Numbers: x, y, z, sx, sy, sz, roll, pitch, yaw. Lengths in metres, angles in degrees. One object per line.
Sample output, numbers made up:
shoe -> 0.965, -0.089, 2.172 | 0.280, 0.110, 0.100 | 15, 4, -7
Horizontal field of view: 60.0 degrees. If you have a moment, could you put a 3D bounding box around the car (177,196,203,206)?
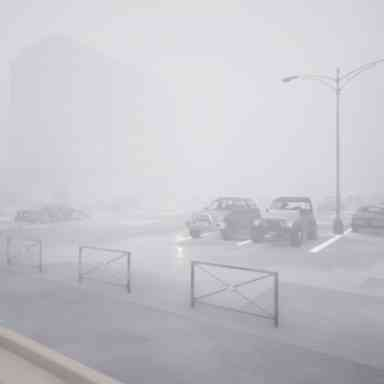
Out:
car -> -0.231, 1.515, 57.132 | 2.128, 1.511, 4.902 | 0, 0, 34

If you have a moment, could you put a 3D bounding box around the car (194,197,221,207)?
car -> 2.691, 1.591, 55.205 | 2.033, 1.411, 5.357 | 0, 0, 34

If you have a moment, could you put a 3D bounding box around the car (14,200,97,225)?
car -> -9.914, 1.563, 24.175 | 2.033, 1.411, 5.357 | 0, 0, 34

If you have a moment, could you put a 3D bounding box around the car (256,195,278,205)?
car -> 13.191, 1.350, 58.298 | 2.097, 1.767, 4.553 | 0, 0, 34

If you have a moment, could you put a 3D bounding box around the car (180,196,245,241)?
car -> 1.690, 1.157, 15.890 | 1.932, 1.855, 4.605 | 0, 0, 34

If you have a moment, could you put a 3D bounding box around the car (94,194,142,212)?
car -> -8.306, 1.233, 38.964 | 2.150, 2.045, 5.566 | 0, 0, 34

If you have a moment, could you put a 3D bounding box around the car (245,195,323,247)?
car -> 4.058, 1.158, 14.226 | 1.905, 1.878, 3.866 | 0, 0, 34

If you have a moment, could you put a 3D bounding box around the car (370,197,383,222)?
car -> 16.074, 1.396, 27.189 | 1.970, 1.475, 3.806 | 0, 0, 34
